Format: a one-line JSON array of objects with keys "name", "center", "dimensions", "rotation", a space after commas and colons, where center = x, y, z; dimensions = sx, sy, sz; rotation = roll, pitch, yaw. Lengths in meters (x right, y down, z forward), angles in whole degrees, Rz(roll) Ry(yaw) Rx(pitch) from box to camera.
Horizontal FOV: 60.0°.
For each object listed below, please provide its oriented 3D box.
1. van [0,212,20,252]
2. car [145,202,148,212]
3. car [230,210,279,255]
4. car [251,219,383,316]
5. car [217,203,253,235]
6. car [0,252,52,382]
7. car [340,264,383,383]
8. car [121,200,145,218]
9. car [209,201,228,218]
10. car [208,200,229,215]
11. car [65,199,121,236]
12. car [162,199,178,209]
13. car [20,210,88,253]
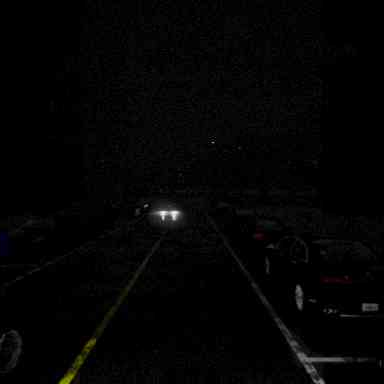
[{"name": "van", "center": [-5.765, 1.340, 7.364], "dimensions": [1.690, 1.788, 3.998], "rotation": [0, 0, 0]}, {"name": "car", "center": [-5.752, 1.595, 35.709], "dimensions": [2.008, 1.369, 4.403], "rotation": [-1, 0, 0]}, {"name": "car", "center": [2.763, 1.582, 12.998], "dimensions": [1.802, 1.307, 4.206], "rotation": [-1, 0, 0]}, {"name": "car", "center": [2.761, 1.549, 7.330], "dimensions": [2.008, 1.369, 4.403], "rotation": [0, 0, 0]}, {"name": "car", "center": [2.765, 1.556, 18.667], "dimensions": [2.008, 1.369, 4.403], "rotation": [-1, 0, 0]}, {"name": "car", "center": [-3.099, 1.600, 2.659], "dimensions": [1.895, 1.301, 4.718], "rotation": [0, 0, 0]}, {"name": "car", "center": [2.758, 1.550, 1.661], "dimensions": [2.008, 1.369, 4.403], "rotation": [0, 0, 0]}, {"name": "car", "center": [-5.755, 1.594, 30.040], "dimensions": [1.947, 1.339, 4.313], "rotation": [-1, 0, 0]}, {"name": "car", "center": [2.770, 1.573, 30.006], "dimensions": [1.887, 1.381, 4.507], "rotation": [-1, 0, 0]}, {"name": "car", "center": [2.773, 1.610, 35.675], "dimensions": [1.947, 1.339, 4.313], "rotation": [-1, 0, 0]}, {"name": "car", "center": [-5.761, 1.320, 18.701], "dimensions": [2.192, 1.841, 5.009], "rotation": [0, 0, 0]}, {"name": "car", "center": [-2.977, 1.586, 45.509], "dimensions": [1.895, 1.301, 4.718], "rotation": [0, 0, 0]}, {"name": "car", "center": [-5.761, 1.582, 13.032], "dimensions": [1.802, 1.307, 4.206], "rotation": [0, 0, 0]}]
